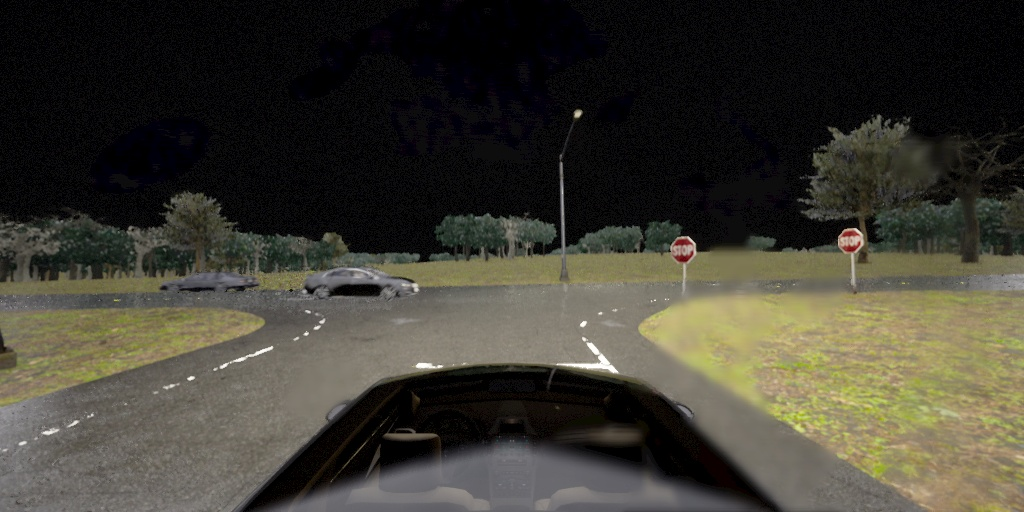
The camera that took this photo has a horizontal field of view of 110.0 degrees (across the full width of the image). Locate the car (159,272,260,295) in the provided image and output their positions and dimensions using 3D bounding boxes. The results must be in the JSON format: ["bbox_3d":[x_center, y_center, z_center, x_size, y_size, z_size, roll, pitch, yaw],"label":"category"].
[{"bbox_3d":[-19.608,1.727,23.394,5.357,1.411,2.033,-1,-2,0],"label":"car"}]

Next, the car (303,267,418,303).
[{"bbox_3d":[-6.844,1.265,16.404,4.902,1.511,2.128,0,-1,0],"label":"car"}]
